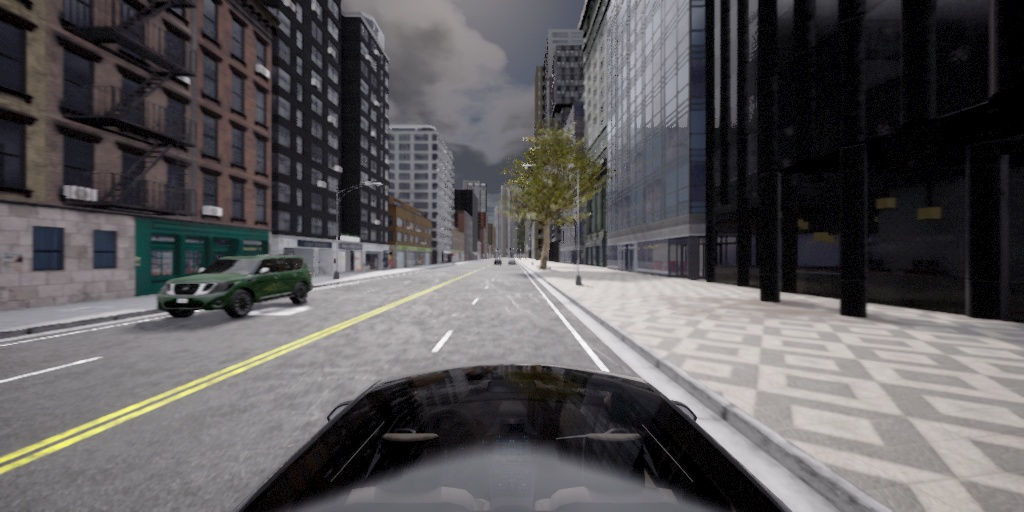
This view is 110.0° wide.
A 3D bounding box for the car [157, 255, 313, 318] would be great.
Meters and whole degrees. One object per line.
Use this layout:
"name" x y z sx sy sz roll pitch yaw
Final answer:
"car" -9.749 0.976 13.369 2.150 2.045 5.566 0 0 0
